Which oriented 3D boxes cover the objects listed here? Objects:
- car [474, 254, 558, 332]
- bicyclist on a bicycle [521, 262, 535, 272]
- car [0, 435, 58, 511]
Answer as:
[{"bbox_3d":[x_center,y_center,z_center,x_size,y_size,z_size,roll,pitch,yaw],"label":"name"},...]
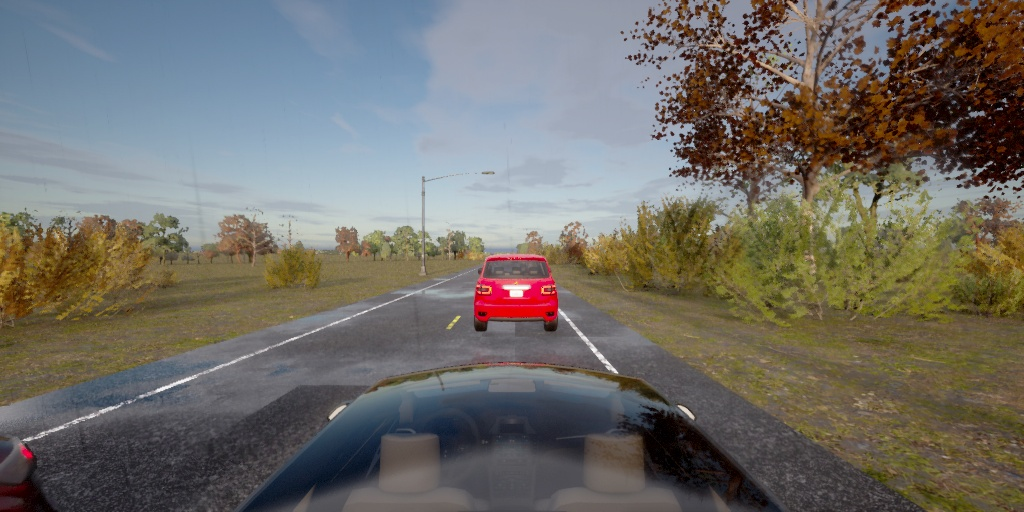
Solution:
[{"bbox_3d":[0.093,0.968,11.039,2.150,2.045,5.566,0,0,0],"label":"car"},{"bbox_3d":[0.946,1.114,18.745,0.659,1.776,1.843,0,0,0],"label":"bicyclist on a bicycle"},{"bbox_3d":[-3.605,1.314,0.255,1.994,1.385,4.181,0,0,0],"label":"car"}]
